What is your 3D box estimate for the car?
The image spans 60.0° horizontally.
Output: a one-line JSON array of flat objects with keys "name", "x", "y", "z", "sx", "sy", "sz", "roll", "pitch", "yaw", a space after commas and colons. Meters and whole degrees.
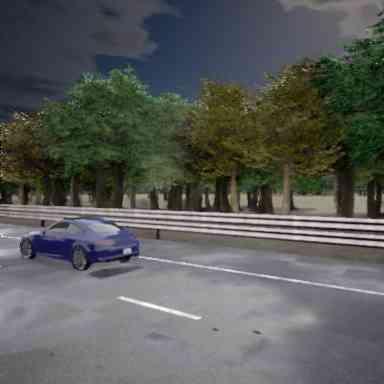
[{"name": "car", "x": -3.744, "y": 1.551, "z": 10.945, "sx": 4.674, "sy": 1.442, "sz": 1.812, "roll": 0, "pitch": 0, "yaw": 35}]
